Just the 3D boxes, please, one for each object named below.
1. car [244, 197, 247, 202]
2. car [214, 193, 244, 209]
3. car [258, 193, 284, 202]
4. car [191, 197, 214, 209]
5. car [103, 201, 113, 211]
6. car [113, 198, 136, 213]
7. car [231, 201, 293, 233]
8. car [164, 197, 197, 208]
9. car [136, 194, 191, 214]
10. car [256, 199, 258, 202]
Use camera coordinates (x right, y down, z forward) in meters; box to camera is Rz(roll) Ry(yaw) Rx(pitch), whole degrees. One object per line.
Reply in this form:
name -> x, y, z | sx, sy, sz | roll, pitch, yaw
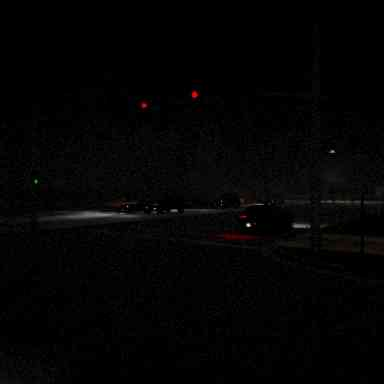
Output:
car -> 8.577, 1.478, 62.769 | 1.882, 1.535, 5.008 | 0, 0, 37
car -> 4.583, 1.218, 45.531 | 2.150, 2.045, 5.566 | 0, 0, 36
car -> 14.407, 1.226, 58.891 | 2.150, 2.045, 5.566 | 0, 0, 37
car -> 0.406, 1.492, 45.735 | 2.128, 1.511, 4.902 | 0, 0, 36
car -> -8.323, 1.476, 39.705 | 1.882, 1.535, 5.008 | 0, 0, 36
car -> -6.047, 1.600, 36.896 | 1.895, 1.301, 4.718 | 0, 0, 36
car -> 4.466, 1.505, 19.784 | 1.837, 1.490, 4.892 | -1, -1, 37
car -> -1.613, 1.547, 48.892 | 2.033, 1.411, 5.357 | 0, 0, 36
car -> -2.887, 1.222, 35.292 | 2.150, 2.045, 5.566 | 0, 0, 36
car -> 14.076, 1.527, 64.327 | 1.812, 1.442, 4.674 | 0, 0, 36
